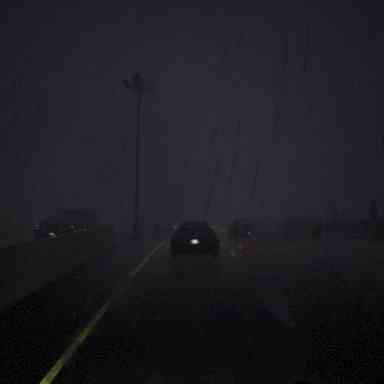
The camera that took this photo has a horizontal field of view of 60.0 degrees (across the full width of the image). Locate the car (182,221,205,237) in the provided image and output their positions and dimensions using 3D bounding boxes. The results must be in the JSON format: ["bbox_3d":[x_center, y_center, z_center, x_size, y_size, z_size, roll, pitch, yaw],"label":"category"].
[{"bbox_3d":[0.121,3.754,33.415,2.128,1.511,4.902,0,-7,0],"label":"car"}]

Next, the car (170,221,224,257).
[{"bbox_3d":[0.109,1.991,14.726,1.994,1.385,4.181,0,-3,0],"label":"car"}]

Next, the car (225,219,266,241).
[{"bbox_3d":[3.612,2.601,23.107,1.812,1.442,4.674,0,-5,0],"label":"car"}]

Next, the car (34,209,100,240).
[{"bbox_3d":[-7.029,1.977,19.447,2.150,2.045,5.566,0,-5,1],"label":"car"}]

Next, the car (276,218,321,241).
[{"bbox_3d":[7.114,2.529,22.694,2.128,1.511,4.902,0,-5,0],"label":"car"}]

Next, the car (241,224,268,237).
[{"bbox_3d":[7.123,4.442,38.350,2.033,1.411,5.357,0,-7,0],"label":"car"}]
